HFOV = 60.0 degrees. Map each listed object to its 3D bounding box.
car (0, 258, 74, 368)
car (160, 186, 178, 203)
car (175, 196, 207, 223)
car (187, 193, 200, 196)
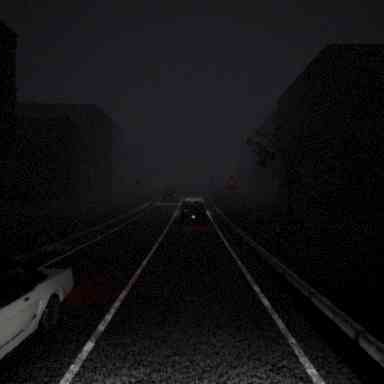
[{"bbox_3d":[-3.101,1.600,3.914,1.895,1.301,4.718,0,0,0],"label":"car"},{"bbox_3d":[-3.094,0.278,45.713,2.150,2.045,5.566,0,3,0],"label":"car"},{"bbox_3d":[0.097,1.361,24.331,2.128,1.511,4.902,0,1,0],"label":"car"},{"bbox_3d":[0.100,0.811,42.796,1.895,1.301,4.718,0,3,0],"label":"car"}]
